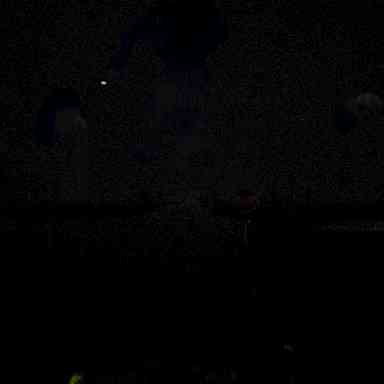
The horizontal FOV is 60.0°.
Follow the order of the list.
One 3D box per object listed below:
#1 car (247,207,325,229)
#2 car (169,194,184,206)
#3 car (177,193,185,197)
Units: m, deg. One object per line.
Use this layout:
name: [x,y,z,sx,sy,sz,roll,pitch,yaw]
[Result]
car: [5.882,1.594,21.178,4.718,1.301,1.895,0,1,0]
car: [-2.784,1.461,55.095,1.882,1.535,5.008,0,0,1]
car: [-2.734,1.320,70.668,2.150,2.045,5.566,0,-1,0]
